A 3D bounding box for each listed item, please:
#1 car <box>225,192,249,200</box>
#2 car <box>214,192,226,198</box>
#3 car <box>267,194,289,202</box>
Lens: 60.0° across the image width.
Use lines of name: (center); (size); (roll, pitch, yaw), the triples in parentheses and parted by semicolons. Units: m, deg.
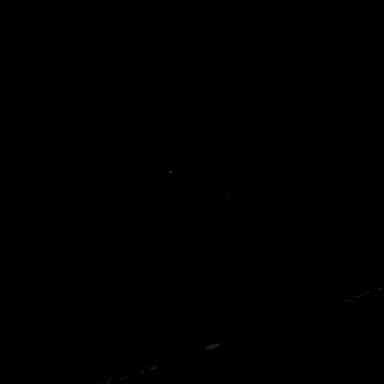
car: (9.473, 0.881, 66.896); (1.812, 1.442, 4.674); (1, 1, -35)
car: (7.007, 0.621, 75.254); (1.812, 1.442, 4.674); (1, 0, -35)
car: (16.060, 1.097, 62.268); (1.994, 1.385, 4.181); (1, 0, -35)
